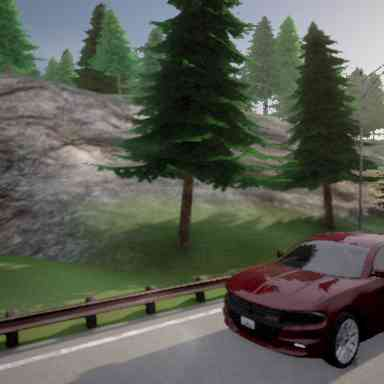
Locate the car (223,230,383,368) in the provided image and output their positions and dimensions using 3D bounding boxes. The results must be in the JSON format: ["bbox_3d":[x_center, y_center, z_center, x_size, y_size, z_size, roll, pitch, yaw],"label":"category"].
[{"bbox_3d":[2.789,1.509,5.993,5.008,1.535,1.882,0,0,-36],"label":"car"}]
